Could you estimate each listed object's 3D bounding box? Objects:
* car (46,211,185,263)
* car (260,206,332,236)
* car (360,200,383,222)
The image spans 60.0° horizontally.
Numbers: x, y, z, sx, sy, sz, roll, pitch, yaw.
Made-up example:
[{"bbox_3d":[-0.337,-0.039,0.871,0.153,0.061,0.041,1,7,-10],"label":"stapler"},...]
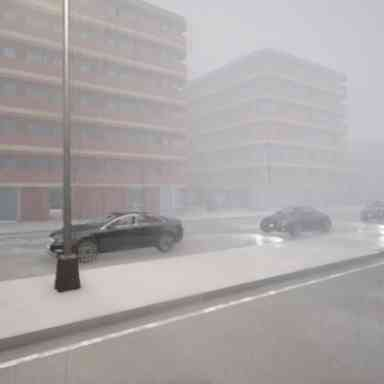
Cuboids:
[{"bbox_3d":[-2.563,1.463,11.982,4.902,1.511,2.128,0,0,-35],"label":"car"},{"bbox_3d":[5.588,1.474,17.797,4.181,1.385,1.994,0,0,-36],"label":"car"},{"bbox_3d":[13.930,1.354,23.745,4.892,1.490,1.837,0,0,-36],"label":"car"}]
